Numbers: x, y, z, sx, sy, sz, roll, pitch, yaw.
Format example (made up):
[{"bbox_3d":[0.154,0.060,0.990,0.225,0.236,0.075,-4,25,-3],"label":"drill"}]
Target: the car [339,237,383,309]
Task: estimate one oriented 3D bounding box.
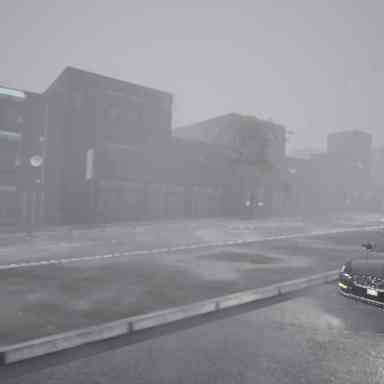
[{"bbox_3d":[5.228,1.571,7.390,4.892,1.490,1.837,1,0,-35],"label":"car"}]
